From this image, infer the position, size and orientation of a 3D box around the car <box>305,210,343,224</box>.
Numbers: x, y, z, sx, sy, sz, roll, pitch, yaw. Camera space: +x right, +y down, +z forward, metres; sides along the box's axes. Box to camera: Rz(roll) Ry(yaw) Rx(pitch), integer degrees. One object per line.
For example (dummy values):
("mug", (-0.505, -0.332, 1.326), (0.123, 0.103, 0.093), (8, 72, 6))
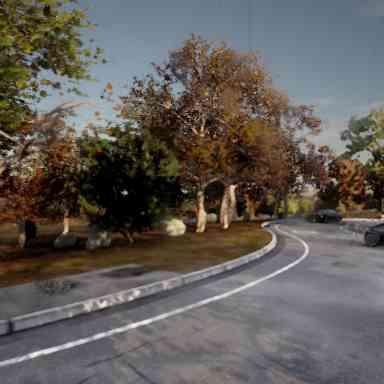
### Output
("car", (13.295, 2.482, 33.463), (4.718, 1.301, 1.895), (3, -2, -44))

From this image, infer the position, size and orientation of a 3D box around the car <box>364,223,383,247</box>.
("car", (10.149, 2.011, 15.278), (1.994, 1.385, 4.181), (2, -1, -21))
